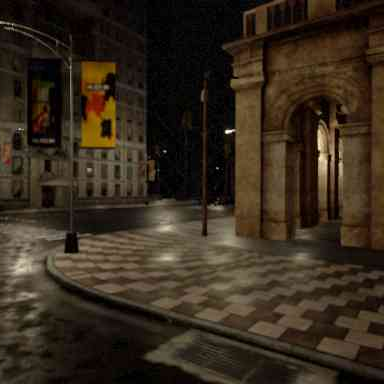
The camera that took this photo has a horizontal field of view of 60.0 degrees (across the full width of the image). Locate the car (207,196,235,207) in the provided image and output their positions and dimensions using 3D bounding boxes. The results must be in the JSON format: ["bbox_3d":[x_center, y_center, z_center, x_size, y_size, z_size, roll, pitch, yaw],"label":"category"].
[{"bbox_3d":[4.880,1.363,48.972,2.128,1.511,4.902,0,0,36],"label":"car"}]

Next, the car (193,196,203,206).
[{"bbox_3d":[2.038,1.345,51.016,2.128,1.511,4.902,0,0,36],"label":"car"}]
